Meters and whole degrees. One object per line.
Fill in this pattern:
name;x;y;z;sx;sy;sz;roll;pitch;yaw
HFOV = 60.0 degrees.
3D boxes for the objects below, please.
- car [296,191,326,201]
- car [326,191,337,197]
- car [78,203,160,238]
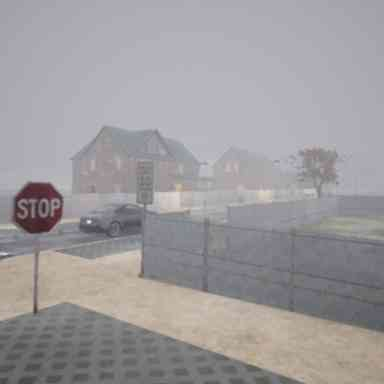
car;14.400;0.796;40.672;1.895;1.301;4.718;2;2;36
car;19.977;0.563;48.636;1.837;1.490;4.892;2;2;35
car;-3.242;1.208;15.817;1.994;1.385;4.181;2;2;35
